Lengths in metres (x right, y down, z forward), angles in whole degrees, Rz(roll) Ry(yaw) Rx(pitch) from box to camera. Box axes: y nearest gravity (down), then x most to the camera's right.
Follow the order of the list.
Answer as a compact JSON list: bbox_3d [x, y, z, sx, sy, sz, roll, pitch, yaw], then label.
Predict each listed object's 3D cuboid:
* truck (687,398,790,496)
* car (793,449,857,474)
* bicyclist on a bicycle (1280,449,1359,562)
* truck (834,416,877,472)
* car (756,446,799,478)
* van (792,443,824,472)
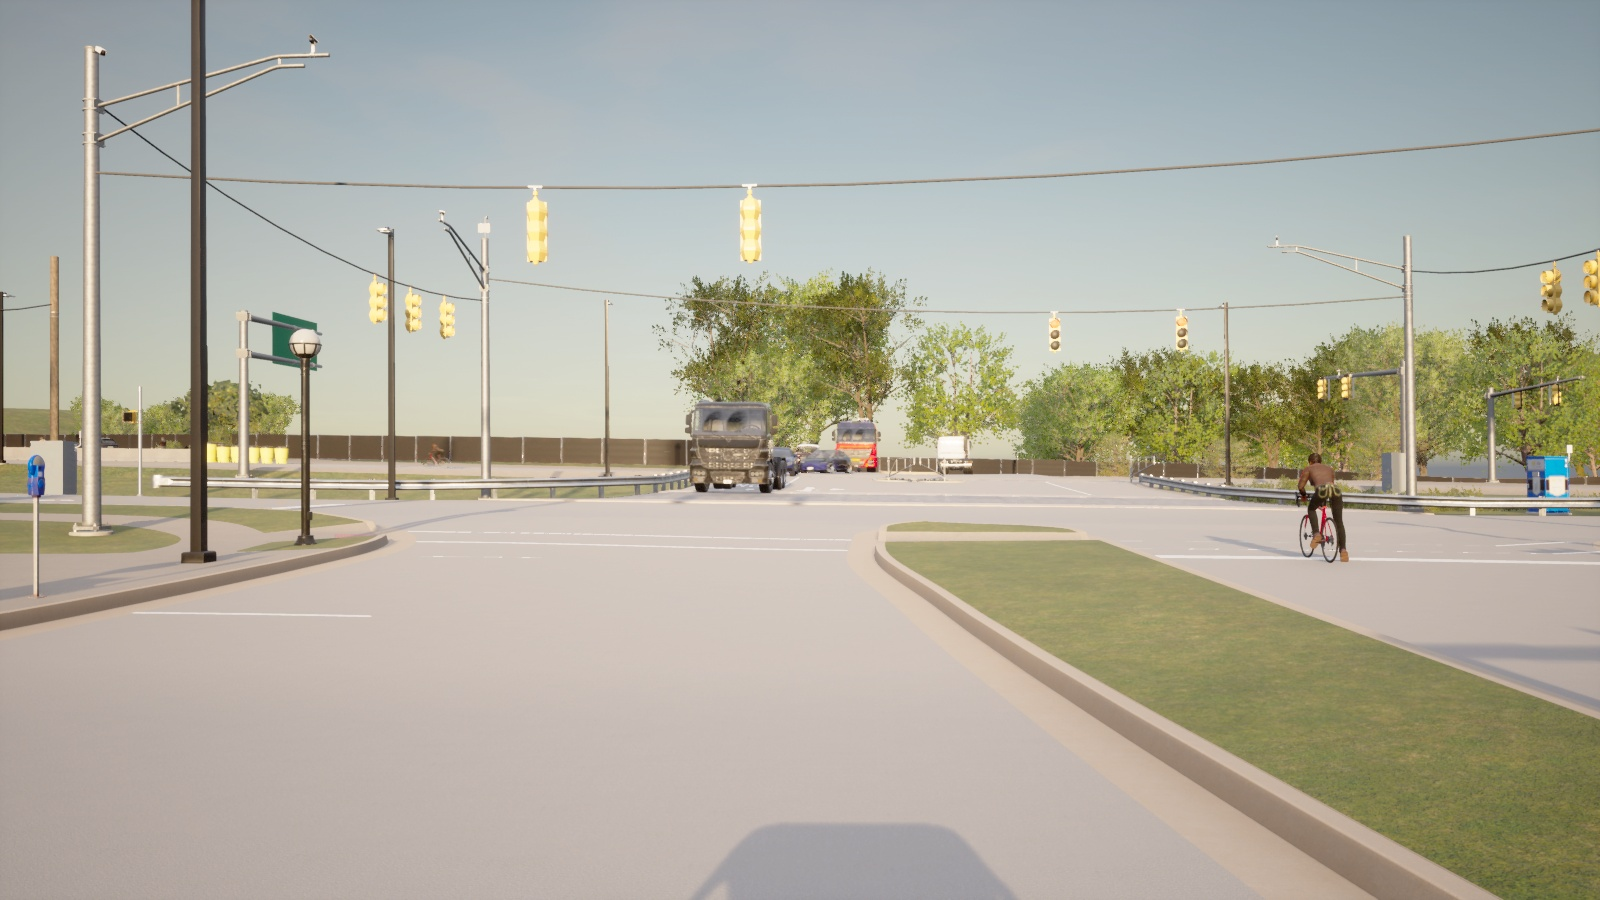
[{"bbox_3d":[-2.239,-0.134,48.801,2.891,3.462,7.936,0,0,5],"label":"truck"},{"bbox_3d":[1.576,0.701,76.436,2.163,1.488,4.792,0,-1,24],"label":"car"},{"bbox_3d":[7.829,0.808,18.989,0.582,1.620,1.656,0,0,4],"label":"bicyclist on a bicycle"},{"bbox_3d":[4.039,-0.342,89.699,2.891,3.827,8.468,0,-1,4],"label":"truck"},{"bbox_3d":[-1.111,0.603,64.488,1.812,1.442,4.674,1,2,4],"label":"car"},{"bbox_3d":[0.608,0.564,90.881,2.069,2.038,4.480,0,-1,4],"label":"van"}]
